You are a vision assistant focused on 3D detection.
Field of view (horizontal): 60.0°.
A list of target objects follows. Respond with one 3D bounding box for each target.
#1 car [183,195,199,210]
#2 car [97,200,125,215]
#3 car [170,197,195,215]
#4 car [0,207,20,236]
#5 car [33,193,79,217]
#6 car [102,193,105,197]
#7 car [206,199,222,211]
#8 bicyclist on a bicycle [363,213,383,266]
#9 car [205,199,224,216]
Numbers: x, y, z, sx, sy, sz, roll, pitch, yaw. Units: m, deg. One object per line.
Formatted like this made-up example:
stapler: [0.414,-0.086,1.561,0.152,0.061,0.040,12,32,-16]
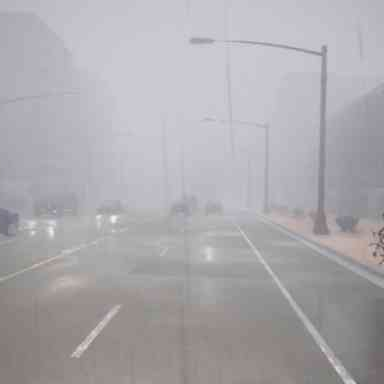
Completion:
car: [-0.314,1.490,48.027,2.150,2.045,5.566,1,0,4]
car: [-8.326,1.543,34.732,1.812,1.442,4.674,1,-1,4]
car: [-1.132,1.645,35.808,1.882,1.535,5.008,1,0,4]
car: [-9.738,1.334,14.723,1.882,1.535,5.008,1,0,4]
car: [-12.175,1.123,30.245,2.150,2.045,5.566,1,1,3]
car: [-23.814,0.624,85.365,1.970,1.475,3.806,1,2,4]
car: [3.229,1.832,48.490,2.128,1.511,4.902,1,0,5]
bicyclist on a bicycle: [6.004,1.442,10.021,1.656,1.620,0.582,2,0,4]
car: [2.418,1.732,36.311,2.128,1.511,4.902,1,0,4]
